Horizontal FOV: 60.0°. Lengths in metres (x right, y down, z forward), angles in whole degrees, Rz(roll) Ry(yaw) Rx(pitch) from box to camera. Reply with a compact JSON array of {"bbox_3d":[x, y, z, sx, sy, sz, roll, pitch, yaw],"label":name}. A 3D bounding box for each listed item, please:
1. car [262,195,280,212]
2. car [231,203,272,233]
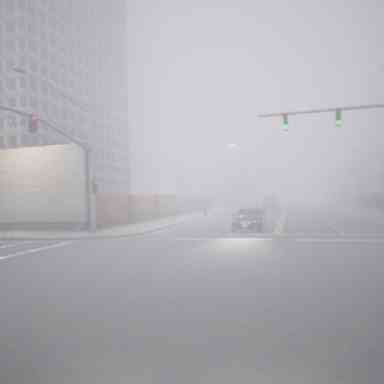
[{"bbox_3d":[10.813,1.464,45.377,2.150,2.045,5.566,-2,-1,17],"label":"car"},{"bbox_3d":[3.747,1.719,21.561,2.128,1.511,4.902,-2,-1,17],"label":"car"}]
